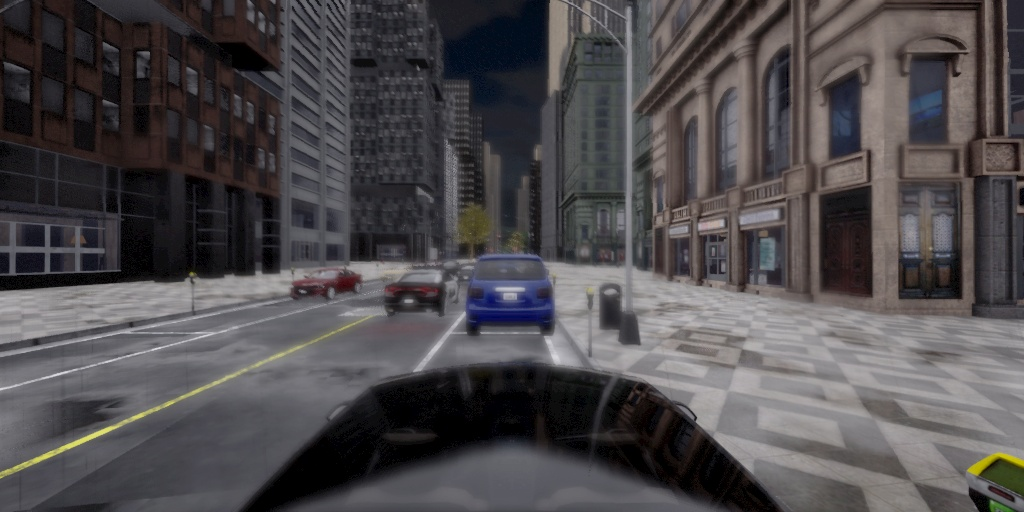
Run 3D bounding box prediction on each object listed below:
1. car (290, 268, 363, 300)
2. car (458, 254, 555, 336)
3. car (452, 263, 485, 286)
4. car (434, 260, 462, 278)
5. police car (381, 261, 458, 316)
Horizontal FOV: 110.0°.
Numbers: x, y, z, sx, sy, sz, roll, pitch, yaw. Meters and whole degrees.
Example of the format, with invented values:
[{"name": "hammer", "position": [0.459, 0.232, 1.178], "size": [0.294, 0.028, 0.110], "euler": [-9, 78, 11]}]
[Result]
[{"name": "car", "position": [-8.919, 1.296, 17.578], "size": [1.888, 1.381, 4.507], "euler": [0, 0, 0]}, {"name": "car", "position": [-0.039, 0.979, 10.530], "size": [2.150, 2.045, 5.566], "euler": [0, 0, 0]}, {"name": "car", "position": [-3.068, 1.278, 26.258], "size": [1.812, 1.442, 4.674], "euler": [0, 0, 0]}, {"name": "car", "position": [-6.230, 1.231, 35.582], "size": [1.882, 1.535, 5.008], "euler": [0, 0, 0]}, {"name": "police car", "position": [-3.144, 1.176, 13.517], "size": [1.930, 1.638, 5.238], "euler": [0, 0, 0]}]
